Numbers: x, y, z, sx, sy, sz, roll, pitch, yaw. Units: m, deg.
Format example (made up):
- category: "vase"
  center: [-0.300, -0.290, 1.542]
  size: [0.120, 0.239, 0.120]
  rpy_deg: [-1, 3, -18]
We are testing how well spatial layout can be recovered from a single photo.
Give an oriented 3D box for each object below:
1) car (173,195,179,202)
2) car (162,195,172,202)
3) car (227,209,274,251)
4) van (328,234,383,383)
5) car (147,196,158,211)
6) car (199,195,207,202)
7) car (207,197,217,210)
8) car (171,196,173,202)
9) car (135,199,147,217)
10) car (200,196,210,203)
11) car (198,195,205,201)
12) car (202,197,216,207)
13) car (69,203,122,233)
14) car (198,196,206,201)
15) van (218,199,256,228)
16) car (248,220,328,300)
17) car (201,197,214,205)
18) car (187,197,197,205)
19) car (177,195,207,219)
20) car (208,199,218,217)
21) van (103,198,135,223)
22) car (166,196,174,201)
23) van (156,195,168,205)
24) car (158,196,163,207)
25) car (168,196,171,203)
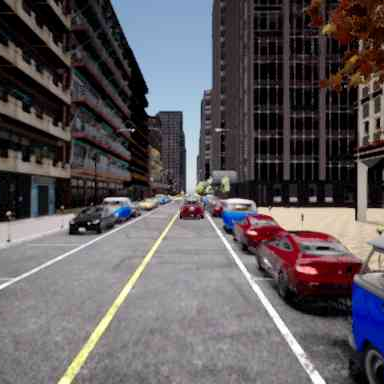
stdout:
- category: "car"
  center: [-2.999, 1.515, 74.443]
  size: [1.882, 1.535, 5.008]
  rpy_deg: [0, 0, 0]
- category: "car"
  center: [-5.688, 1.545, 76.051]
  size: [1.967, 1.590, 4.097]
  rpy_deg: [0, 0, 0]
- category: "car"
  center: [2.693, 1.577, 13.753]
  size: [1.802, 1.307, 4.206]
  rpy_deg: [0, 0, 0]
- category: "van"
  center: [2.694, 1.340, 2.427]
  size: [1.690, 1.788, 3.998]
  rpy_deg: [0, 0, 0]
- category: "car"
  center: [-5.689, 1.552, 41.898]
  size: [1.752, 1.417, 4.829]
  rpy_deg: [0, 0, 0]
- category: "car"
  center: [2.691, 1.560, 81.716]
  size: [1.967, 1.590, 4.097]
  rpy_deg: [0, 0, 0]
- category: "car"
  center: [2.692, 1.566, 36.406]
  size: [2.008, 1.369, 4.403]
  rpy_deg: [0, 0, 0]
- category: "car"
  center: [-5.689, 1.657, 70.389]
  size: [1.947, 1.339, 4.313]
  rpy_deg: [0, 0, 0]
- category: "car"
  center: [-5.688, 1.557, 30.742]
  size: [2.008, 1.369, 4.403]
  rpy_deg: [0, 0, 0]
- category: "car"
  center: [2.691, 1.636, 70.389]
  size: [1.887, 1.381, 4.507]
  rpy_deg: [0, 0, 0]
- category: "car"
  center: [2.691, 1.687, 93.210]
  size: [1.752, 1.417, 4.829]
  rpy_deg: [0, 0, 0]
- category: "car"
  center: [2.692, 1.597, 53.396]
  size: [1.887, 1.381, 4.507]
  rpy_deg: [0, 0, 0]
- category: "car"
  center: [-5.688, 1.562, 19.416]
  size: [1.947, 1.339, 4.313]
  rpy_deg: [0, 0, 0]
- category: "car"
  center: [2.691, 1.684, 87.378]
  size: [1.887, 1.381, 4.507]
  rpy_deg: [0, 0, 0]
- category: "van"
  center: [2.693, 1.337, 19.417]
  size: [1.690, 1.788, 3.998]
  rpy_deg: [0, 0, 0]
- category: "car"
  center: [2.693, 1.579, 8.091]
  size: [1.802, 1.307, 4.206]
  rpy_deg: [0, 0, 0]
- category: "car"
  center: [2.692, 1.616, 59.061]
  size: [2.008, 1.369, 4.403]
  rpy_deg: [0, 0, 0]
- category: "car"
  center: [0.003, 1.587, 59.828]
  size: [1.882, 1.535, 5.008]
  rpy_deg: [0, -1, 0]
- category: "car"
  center: [0.005, 1.415, 29.725]
  size: [2.097, 1.767, 4.553]
  rpy_deg: [0, 0, 0]
- category: "car"
  center: [2.692, 1.588, 30.742]
  size: [1.802, 1.307, 4.206]
  rpy_deg: [0, 0, 0]
- category: "van"
  center: [-5.687, 1.340, 25.081]
  size: [1.690, 1.788, 3.998]
  rpy_deg: [0, 0, 0]
- category: "car"
  center: [-5.689, 1.665, 87.207]
  size: [1.752, 1.417, 4.829]
  rpy_deg: [0, 0, 0]
- category: "van"
  center: [-5.689, 1.407, 59.061]
  size: [1.690, 1.788, 3.998]
  rpy_deg: [0, 0, 0]
- category: "car"
  center: [-5.689, 1.591, 47.733]
  size: [2.008, 1.369, 4.403]
  rpy_deg: [0, 0, 0]
- category: "car"
  center: [-5.689, 1.603, 64.555]
  size: [1.752, 1.417, 4.829]
  rpy_deg: [0, 0, 0]
